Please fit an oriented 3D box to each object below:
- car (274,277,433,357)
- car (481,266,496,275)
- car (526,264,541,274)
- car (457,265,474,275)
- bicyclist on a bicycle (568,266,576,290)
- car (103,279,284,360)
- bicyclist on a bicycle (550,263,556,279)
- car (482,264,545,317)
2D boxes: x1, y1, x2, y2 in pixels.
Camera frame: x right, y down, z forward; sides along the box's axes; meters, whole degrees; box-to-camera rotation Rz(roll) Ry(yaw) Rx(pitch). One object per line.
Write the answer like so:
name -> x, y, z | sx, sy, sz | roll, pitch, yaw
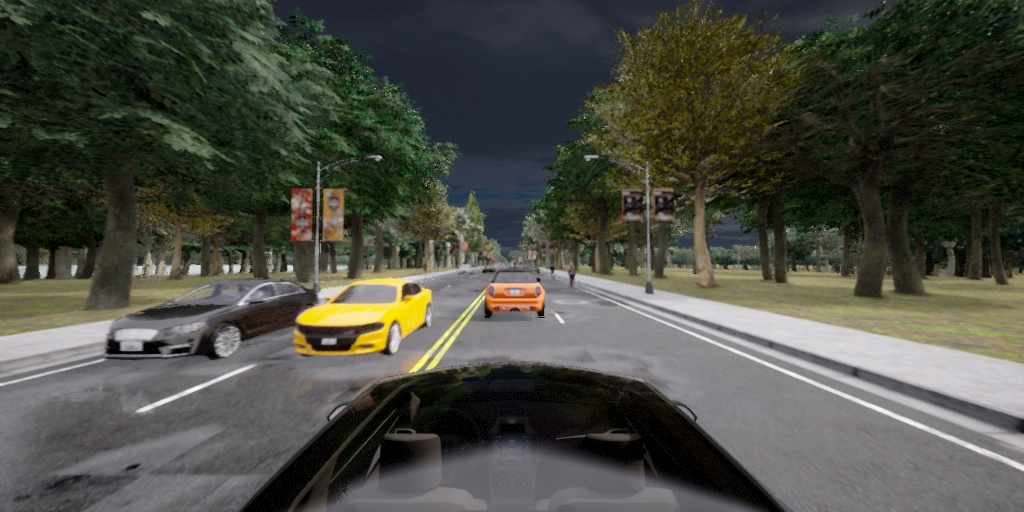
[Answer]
car -> -3.350, 1.324, 9.060 | 1.882, 1.535, 5.008 | 0, -1, 0
car -> -3.345, 2.063, 52.016 | 1.895, 1.301, 4.718 | 0, -1, 0
car -> 3.336, 2.035, 57.191 | 2.128, 1.511, 4.902 | 0, -1, 0
car -> -6.588, 1.980, 51.558 | 1.812, 1.442, 4.674 | 0, -1, 0
bicyclist on a bicycle -> 4.134, 1.513, 24.698 | 0.582, 1.620, 1.656 | 0, -1, 0
car -> -6.601, 1.332, 8.672 | 2.128, 1.511, 4.902 | 0, -1, 0
bicyclist on a bicycle -> 4.132, 1.603, 36.620 | 0.659, 1.776, 1.843 | 0, -1, 0
car -> 0.096, 1.265, 14.076 | 2.097, 1.767, 4.553 | 0, -1, 0
